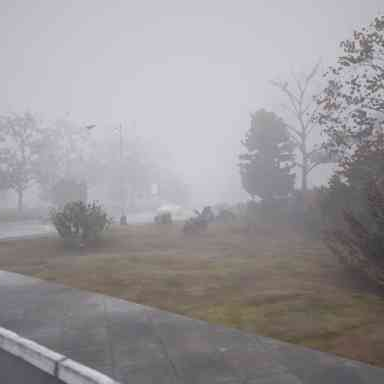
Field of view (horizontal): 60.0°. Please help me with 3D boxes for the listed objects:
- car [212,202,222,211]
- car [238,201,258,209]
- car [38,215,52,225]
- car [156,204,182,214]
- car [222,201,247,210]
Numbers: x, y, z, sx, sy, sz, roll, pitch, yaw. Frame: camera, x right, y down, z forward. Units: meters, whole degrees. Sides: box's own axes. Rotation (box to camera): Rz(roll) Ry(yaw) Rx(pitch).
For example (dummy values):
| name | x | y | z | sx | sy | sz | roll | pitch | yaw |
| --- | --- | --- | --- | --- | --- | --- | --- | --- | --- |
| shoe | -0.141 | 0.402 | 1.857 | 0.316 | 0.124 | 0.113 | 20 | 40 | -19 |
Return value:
| name | x | y | z | sx | sy | sz | roll | pitch | yaw |
| --- | --- | --- | --- | --- | --- | --- | --- | --- | --- |
| car | 5.013 | 2.319 | 53.564 | 1.837 | 1.490 | 4.892 | -3 | -2 | 32 |
| car | 10.439 | 2.411 | 62.098 | 1.837 | 1.490 | 4.892 | -3 | -2 | 33 |
| car | -12.619 | 2.347 | 32.470 | 1.812 | 1.442 | 4.674 | -3 | -1 | 33 |
| car | -3.245 | 2.425 | 47.317 | 1.812 | 1.442 | 4.674 | -3 | -2 | 32 |
| car | 7.114 | 2.196 | 50.324 | 2.033 | 1.411 | 5.357 | -3 | -2 | 32 |
